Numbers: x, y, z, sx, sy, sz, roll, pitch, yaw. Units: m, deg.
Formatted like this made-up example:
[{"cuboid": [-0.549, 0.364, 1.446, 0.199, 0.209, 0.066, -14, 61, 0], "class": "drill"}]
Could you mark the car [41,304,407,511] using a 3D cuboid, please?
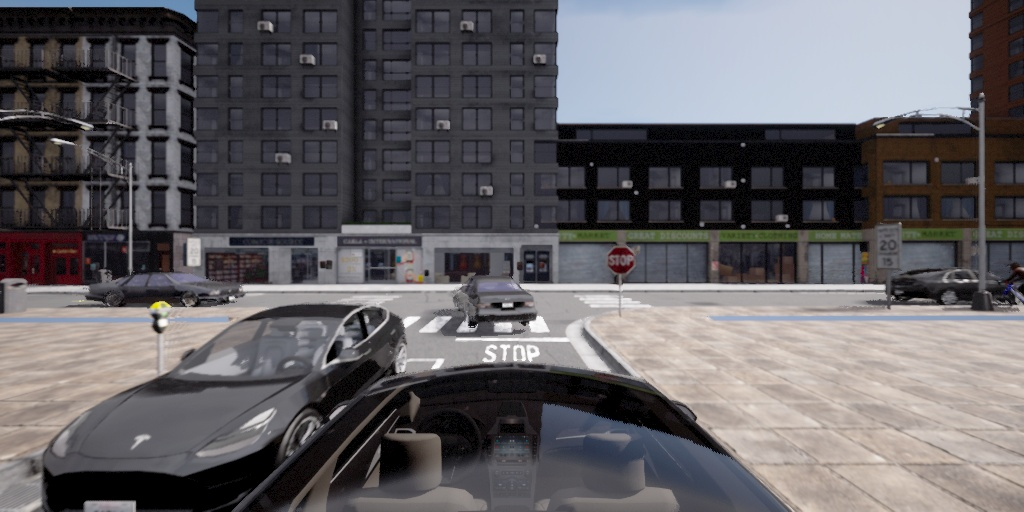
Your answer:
[{"cuboid": [-2.638, 1.327, 4.529, 1.948, 1.339, 4.313, 0, 0, 0], "class": "car"}]

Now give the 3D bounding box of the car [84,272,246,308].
[{"cuboid": [-14.498, 1.386, 15.129, 5.357, 1.411, 2.033, 0, 0, -1], "class": "car"}]

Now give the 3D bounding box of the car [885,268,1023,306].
[{"cuboid": [18.749, 1.269, 15.121, 4.892, 1.490, 1.837, 0, 0, 0], "class": "car"}]

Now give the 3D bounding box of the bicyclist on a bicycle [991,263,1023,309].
[{"cuboid": [17.357, 1.064, 12.216, 0.582, 1.620, 1.656, 0, 0, 0], "class": "bicyclist on a bicycle"}]

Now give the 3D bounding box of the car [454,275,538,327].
[{"cuboid": [-0.755, 1.341, 11.818, 2.033, 1.411, 5.357, 0, 0, -15], "class": "car"}]
